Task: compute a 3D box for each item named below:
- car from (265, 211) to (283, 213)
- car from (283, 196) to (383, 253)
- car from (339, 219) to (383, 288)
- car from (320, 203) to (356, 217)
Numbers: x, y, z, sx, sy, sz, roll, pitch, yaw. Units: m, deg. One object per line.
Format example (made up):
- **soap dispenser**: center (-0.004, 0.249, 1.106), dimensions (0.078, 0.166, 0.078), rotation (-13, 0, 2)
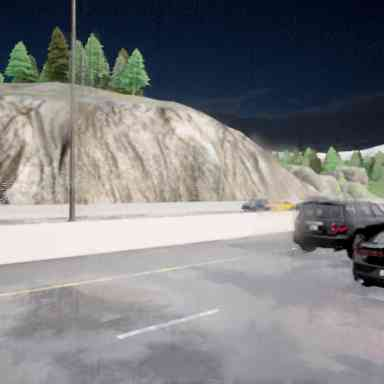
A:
- **car**: center (10.774, 1.771, 40.786), dimensions (5.008, 1.535, 1.882), rotation (1, -1, -43)
- **car**: center (6.253, 1.329, 13.108), dimensions (5.566, 2.045, 2.150), rotation (0, 0, -39)
- **car**: center (5.981, 1.555, 8.418), dimensions (5.008, 1.535, 1.882), rotation (1, 0, -38)
- **car**: center (15.799, 1.886, 35.901), dimensions (4.718, 1.301, 1.895), rotation (1, 0, -43)
